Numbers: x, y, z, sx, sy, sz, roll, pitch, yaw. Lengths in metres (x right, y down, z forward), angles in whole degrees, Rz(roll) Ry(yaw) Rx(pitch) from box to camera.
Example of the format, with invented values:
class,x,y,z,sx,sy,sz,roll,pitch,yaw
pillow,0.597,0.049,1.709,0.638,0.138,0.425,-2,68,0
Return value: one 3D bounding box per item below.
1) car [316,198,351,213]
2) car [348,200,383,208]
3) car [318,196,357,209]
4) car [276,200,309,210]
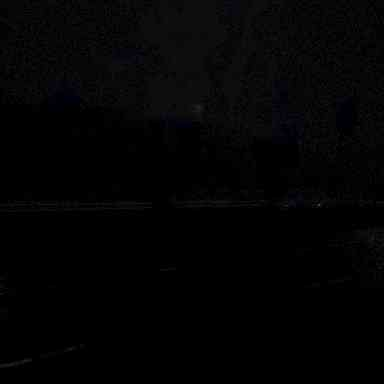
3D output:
class,x,y,z,sx,sy,sz,roll,pitch,yaw
car,18.183,1.689,42.721,4.553,1.767,2.097,1,0,-35
car,18.977,1.854,34.716,5.357,1.411,2.033,1,0,-35
car,16.518,1.524,37.255,5.566,2.045,2.150,1,0,-35
car,13.118,1.786,43.407,5.008,1.535,1.882,1,-1,-35
